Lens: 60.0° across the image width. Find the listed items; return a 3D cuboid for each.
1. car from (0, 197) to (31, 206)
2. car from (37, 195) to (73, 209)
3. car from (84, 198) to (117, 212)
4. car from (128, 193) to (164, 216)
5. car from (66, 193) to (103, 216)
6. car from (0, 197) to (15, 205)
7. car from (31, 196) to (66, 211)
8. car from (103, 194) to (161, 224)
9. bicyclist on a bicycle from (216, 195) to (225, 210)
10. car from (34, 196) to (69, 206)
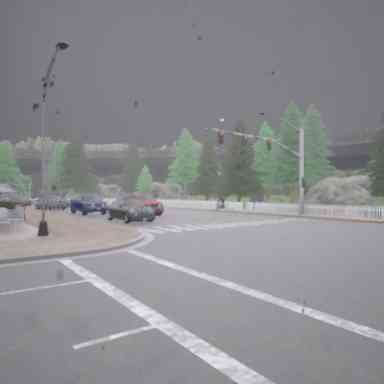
[{"bbox_3d":[-27.101,1.501,51.602,4.181,1.385,1.994,0,0,8],"label":"car"},{"bbox_3d":[-18.541,1.286,45.025,4.553,1.767,2.097,0,0,27],"label":"car"},{"bbox_3d":[-10.663,1.458,38.464,1.812,1.442,4.674,0,0,-42],"label":"car"},{"bbox_3d":[-4.727,1.154,30.913,2.150,2.045,5.566,0,0,-36],"label":"car"},{"bbox_3d":[-10.099,1.156,32.353,2.150,2.045,5.566,0,0,-37],"label":"car"},{"bbox_3d":[-32.942,1.486,55.648,5.357,1.411,2.033,0,0,-3],"label":"car"},{"bbox_3d":[-16.827,1.499,39.690,4.181,1.385,1.994,0,0,37],"label":"car"},{"bbox_3d":[-4.509,1.287,24.573,2.097,1.767,4.553,0,0,-36],"label":"car"},{"bbox_3d":[3.381,1.224,38.512,1.656,1.620,0.582,0,0,-35],"label":"bicyclist on a bicycle"},{"bbox_3d":[-22.924,1.424,54.244,4.902,1.511,2.128,0,0,15],"label":"car"}]
